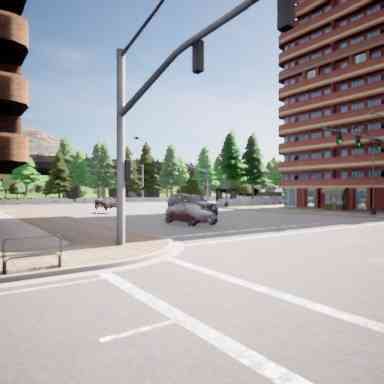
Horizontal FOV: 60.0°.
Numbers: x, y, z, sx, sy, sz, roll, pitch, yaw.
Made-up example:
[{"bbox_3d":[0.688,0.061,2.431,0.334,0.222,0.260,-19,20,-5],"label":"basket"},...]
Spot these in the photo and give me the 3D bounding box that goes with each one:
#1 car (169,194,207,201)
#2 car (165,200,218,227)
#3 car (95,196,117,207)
[{"bbox_3d":[-0.106,1.219,28.932,2.150,2.045,5.566,0,0,-35],"label":"car"},{"bbox_3d":[-0.191,1.523,22.936,1.812,1.442,4.674,0,0,-35],"label":"car"},{"bbox_3d":[-9.000,1.176,35.623,1.812,1.442,4.674,0,0,-35],"label":"car"}]
